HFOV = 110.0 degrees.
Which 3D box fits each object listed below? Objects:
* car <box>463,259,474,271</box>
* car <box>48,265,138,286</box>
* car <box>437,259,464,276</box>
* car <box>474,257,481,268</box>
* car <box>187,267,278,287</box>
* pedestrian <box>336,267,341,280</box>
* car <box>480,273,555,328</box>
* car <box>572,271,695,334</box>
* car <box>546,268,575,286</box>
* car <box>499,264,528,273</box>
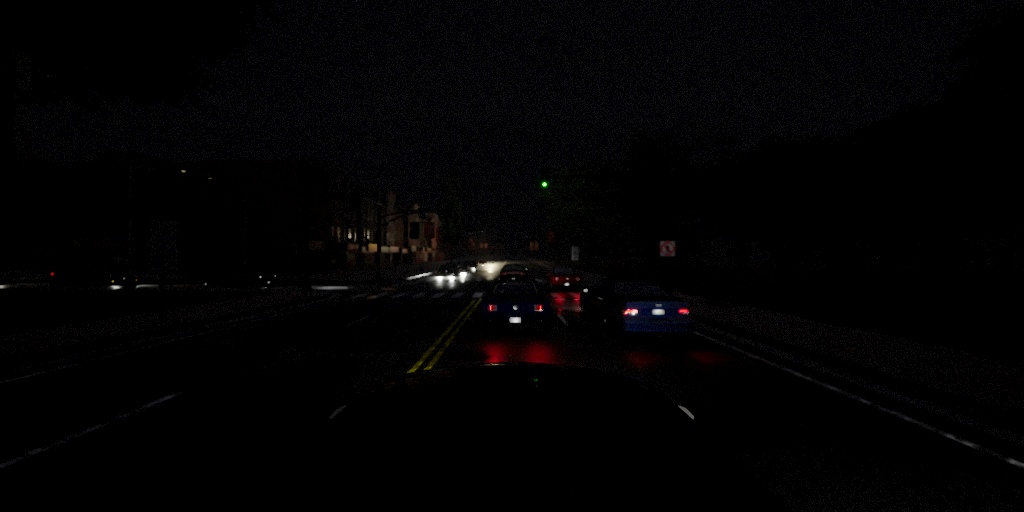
[{"bbox_3d":[-6.591,1.201,47.011,2.128,1.511,4.902,0,1,0],"label":"car"},{"bbox_3d":[-27.246,1.271,23.430,4.181,1.385,1.994,0,0,0],"label":"car"},{"bbox_3d":[-6.598,1.348,38.047,1.994,1.385,4.181,0,0,0],"label":"car"},{"bbox_3d":[-6.559,1.163,57.640,1.994,1.385,4.181,0,1,0],"label":"car"},{"bbox_3d":[-18.085,1.395,23.429,4.718,1.301,1.895,1,0,0],"label":"car"},{"bbox_3d":[-14.129,1.389,29.279,0.500,1.100,0.500,0,-1,0],"label":"pedestrian"},{"bbox_3d":[0.098,1.398,11.612,1.895,1.301,4.718,0,0,0],"label":"car"},{"bbox_3d":[3.347,1.341,10.702,2.033,1.411,5.357,0,0,0],"label":"car"},{"bbox_3d":[3.344,1.431,23.987,1.895,1.301,4.718,0,0,0],"label":"car"},{"bbox_3d":[0.096,1.306,25.511,1.882,1.535,5.008,0,0,0],"label":"car"}]
